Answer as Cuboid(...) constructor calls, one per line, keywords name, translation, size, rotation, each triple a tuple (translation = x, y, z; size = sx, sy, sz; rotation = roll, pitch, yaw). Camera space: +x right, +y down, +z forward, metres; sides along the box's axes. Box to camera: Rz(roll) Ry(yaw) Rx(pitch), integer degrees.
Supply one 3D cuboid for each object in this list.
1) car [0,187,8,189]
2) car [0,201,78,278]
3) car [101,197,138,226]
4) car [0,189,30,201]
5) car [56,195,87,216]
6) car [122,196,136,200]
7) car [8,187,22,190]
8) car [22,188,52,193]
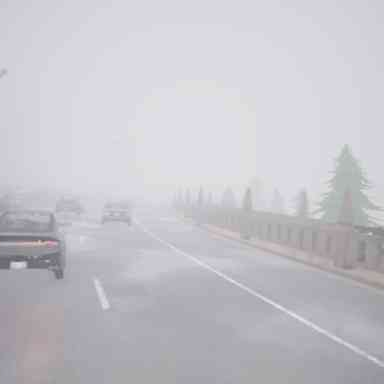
Cuboid(name="car", translation=(-28.762, -0.104, 50.262), size=(2.033, 1.411, 5.357), rotation=(4, 0, 3))
Cuboid(name="car", translation=(-4.416, 1.243, 9.074), size=(2.128, 1.511, 4.902), rotation=(4, 0, -21))
Cuboid(name="car", translation=(-5.011, 1.335, 21.976), size=(2.033, 1.411, 5.357), rotation=(4, 0, -15))
Cuboid(name="car", translation=(-11.859, 0.806, 20.741), size=(1.837, 1.490, 4.892), rotation=(4, 0, -15))
Cuboid(name="car", translation=(-9.569, 0.985, 26.431), size=(2.128, 1.511, 4.902), rotation=(4, 0, -12))
Cuboid(name="car", translation=(-7.670, 1.217, 39.465), size=(1.812, 1.442, 4.674), rotation=(4, 0, -3))
Cuboid(name="car", translation=(-25.176, 0.113, 50.379), size=(1.812, 1.442, 4.674), rotation=(4, 0, 4))
Cuboid(name="car", translation=(-21.807, 0.299, 47.884), size=(1.837, 1.490, 4.892), rotation=(4, 0, 3))
